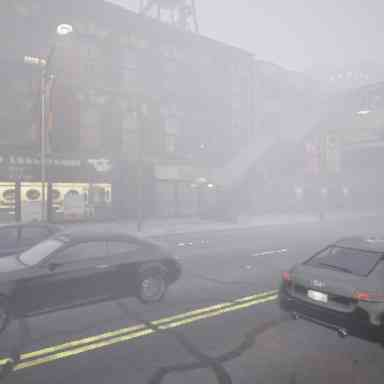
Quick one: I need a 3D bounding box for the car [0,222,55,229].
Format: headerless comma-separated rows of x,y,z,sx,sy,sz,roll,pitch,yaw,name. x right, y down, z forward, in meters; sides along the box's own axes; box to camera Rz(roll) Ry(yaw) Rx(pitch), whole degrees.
-4.962,1.547,9.050,5.357,1.411,2.033,0,0,-35,car

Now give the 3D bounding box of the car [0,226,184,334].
-2.347,1.526,6.616,4.674,1.442,1.812,0,0,-35,car

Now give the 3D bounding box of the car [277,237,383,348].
3.554,1.564,6.262,4.181,1.385,1.994,0,0,-35,car
